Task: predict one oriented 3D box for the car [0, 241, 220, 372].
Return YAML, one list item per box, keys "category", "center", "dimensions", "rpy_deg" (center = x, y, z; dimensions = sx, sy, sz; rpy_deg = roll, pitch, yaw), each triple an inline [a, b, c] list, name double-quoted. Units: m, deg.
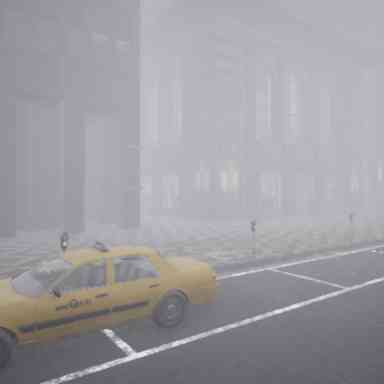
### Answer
- category: "car"
  center: [-1.756, 1.526, 5.396]
  dimensions: [4.829, 1.417, 1.752]
  rpy_deg: [0, 0, -35]
